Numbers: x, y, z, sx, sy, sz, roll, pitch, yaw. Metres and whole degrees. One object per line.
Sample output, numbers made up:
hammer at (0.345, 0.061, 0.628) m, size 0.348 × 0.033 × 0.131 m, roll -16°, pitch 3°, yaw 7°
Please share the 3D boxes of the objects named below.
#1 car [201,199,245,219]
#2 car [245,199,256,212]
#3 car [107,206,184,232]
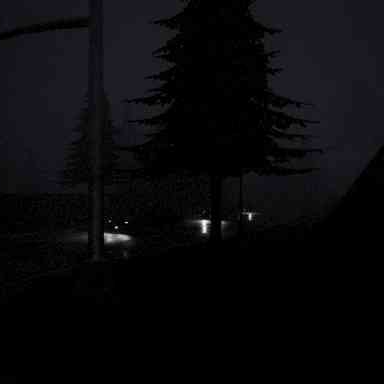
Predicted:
car at (2.691, 1.547, 29.248) m, size 2.033 × 1.411 × 5.357 m, roll 0°, pitch 0°, yaw 26°
car at (6.459, 1.547, 38.985) m, size 2.033 × 1.411 × 5.357 m, roll 0°, pitch 0°, yaw 16°
car at (-2.629, 1.547, 20.380) m, size 2.033 × 1.411 × 5.357 m, roll 0°, pitch 0°, yaw 35°
